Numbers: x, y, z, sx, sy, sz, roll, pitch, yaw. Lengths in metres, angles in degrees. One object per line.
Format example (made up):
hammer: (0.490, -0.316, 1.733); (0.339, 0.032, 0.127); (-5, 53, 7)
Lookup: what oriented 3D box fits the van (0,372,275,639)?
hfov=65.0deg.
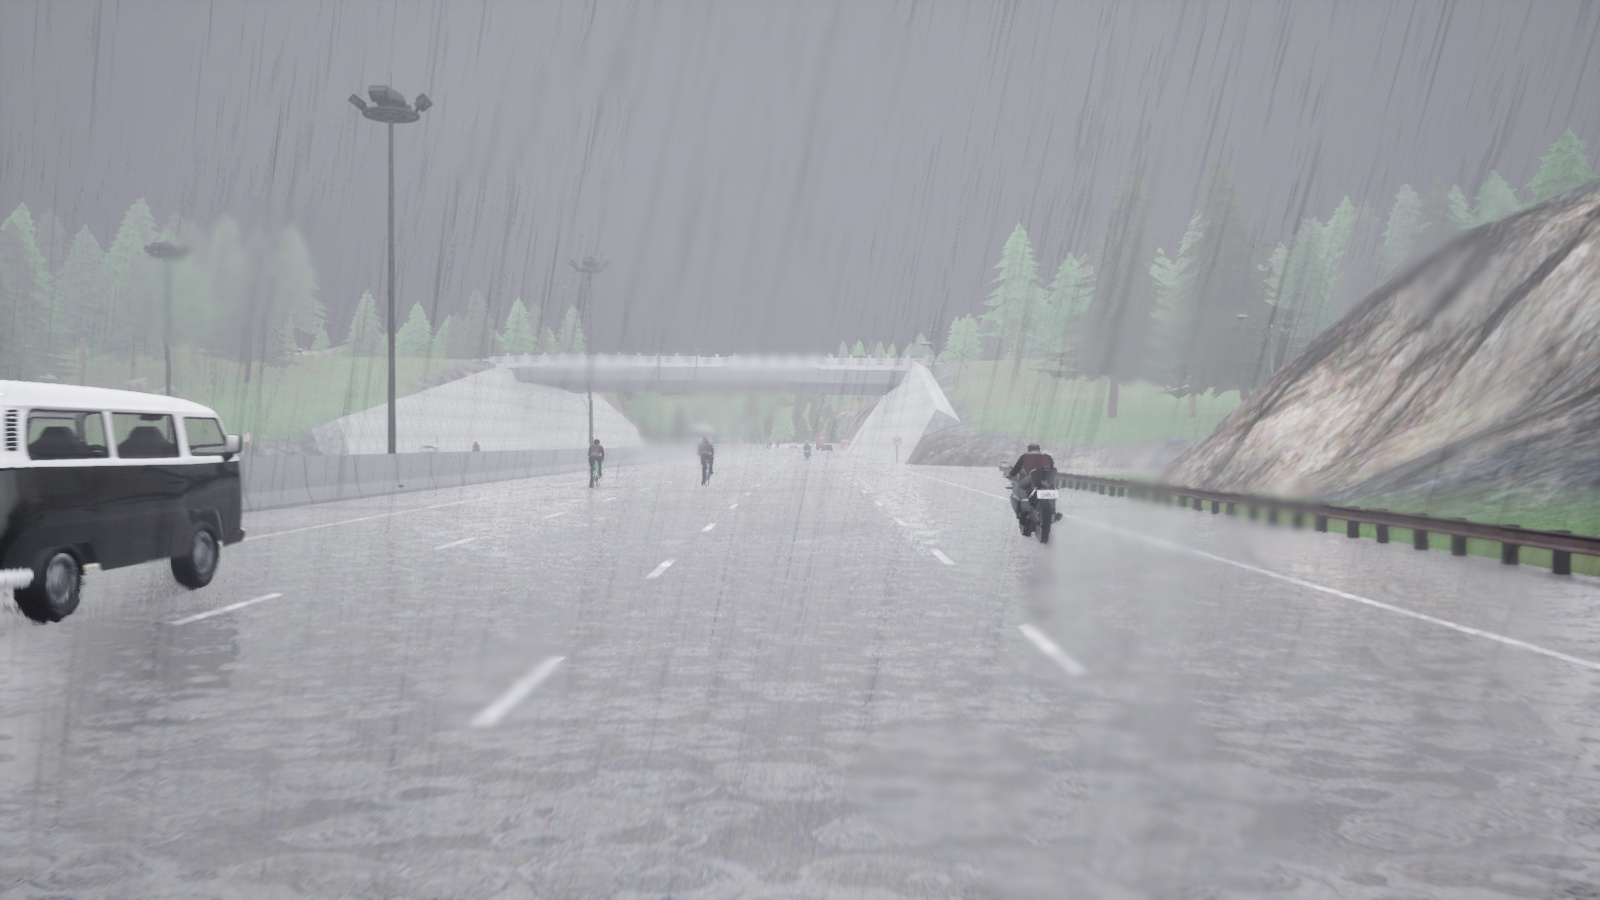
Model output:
van: (-6.916, 0.400, 11.791); (2.069, 2.038, 4.480); (0, 1, 0)

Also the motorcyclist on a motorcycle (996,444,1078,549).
motorcyclist on a motorcycle: (3.626, 0.675, 19.425); (0.866, 1.530, 2.191); (0, 0, 0)
